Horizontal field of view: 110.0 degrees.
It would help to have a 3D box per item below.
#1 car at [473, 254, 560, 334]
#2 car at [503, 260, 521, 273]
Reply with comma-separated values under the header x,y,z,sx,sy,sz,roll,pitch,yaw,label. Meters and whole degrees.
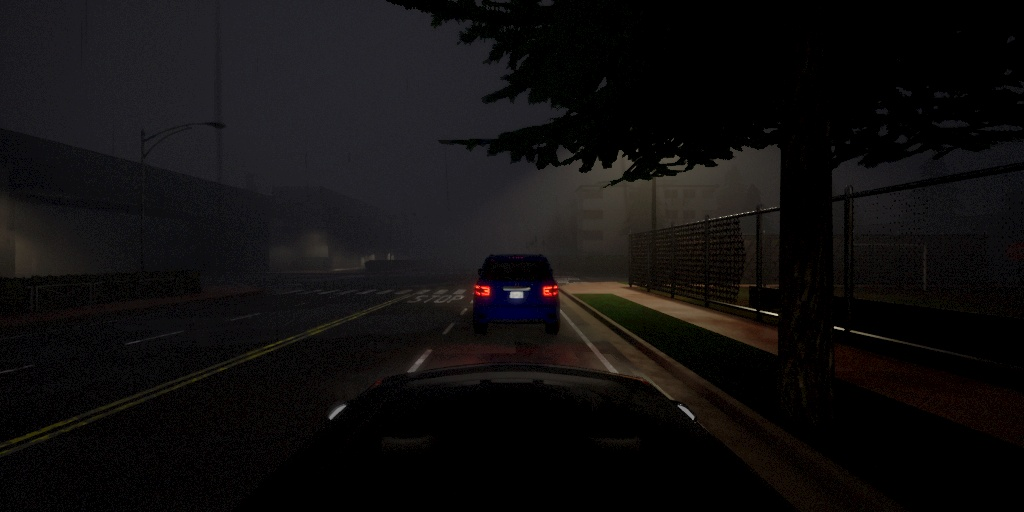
x,y,z,sx,sy,sz,roll,pitch,yaw,label
0.113,0.972,10.780,2.150,2.045,5.566,0,0,0,car
0.015,1.241,45.649,2.128,1.511,4.902,0,0,0,car
